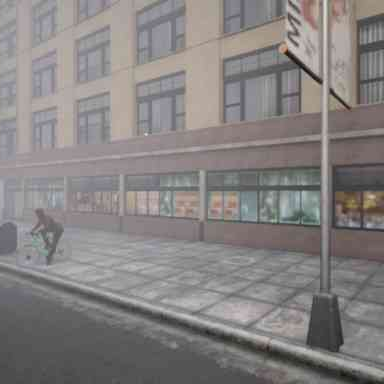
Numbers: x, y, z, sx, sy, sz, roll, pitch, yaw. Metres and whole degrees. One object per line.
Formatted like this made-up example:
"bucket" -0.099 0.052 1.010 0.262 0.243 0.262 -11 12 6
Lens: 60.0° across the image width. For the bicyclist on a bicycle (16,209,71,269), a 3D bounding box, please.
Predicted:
"bicyclist on a bicycle" -4.154 1.293 9.415 0.582 1.620 1.656 0 0 37
